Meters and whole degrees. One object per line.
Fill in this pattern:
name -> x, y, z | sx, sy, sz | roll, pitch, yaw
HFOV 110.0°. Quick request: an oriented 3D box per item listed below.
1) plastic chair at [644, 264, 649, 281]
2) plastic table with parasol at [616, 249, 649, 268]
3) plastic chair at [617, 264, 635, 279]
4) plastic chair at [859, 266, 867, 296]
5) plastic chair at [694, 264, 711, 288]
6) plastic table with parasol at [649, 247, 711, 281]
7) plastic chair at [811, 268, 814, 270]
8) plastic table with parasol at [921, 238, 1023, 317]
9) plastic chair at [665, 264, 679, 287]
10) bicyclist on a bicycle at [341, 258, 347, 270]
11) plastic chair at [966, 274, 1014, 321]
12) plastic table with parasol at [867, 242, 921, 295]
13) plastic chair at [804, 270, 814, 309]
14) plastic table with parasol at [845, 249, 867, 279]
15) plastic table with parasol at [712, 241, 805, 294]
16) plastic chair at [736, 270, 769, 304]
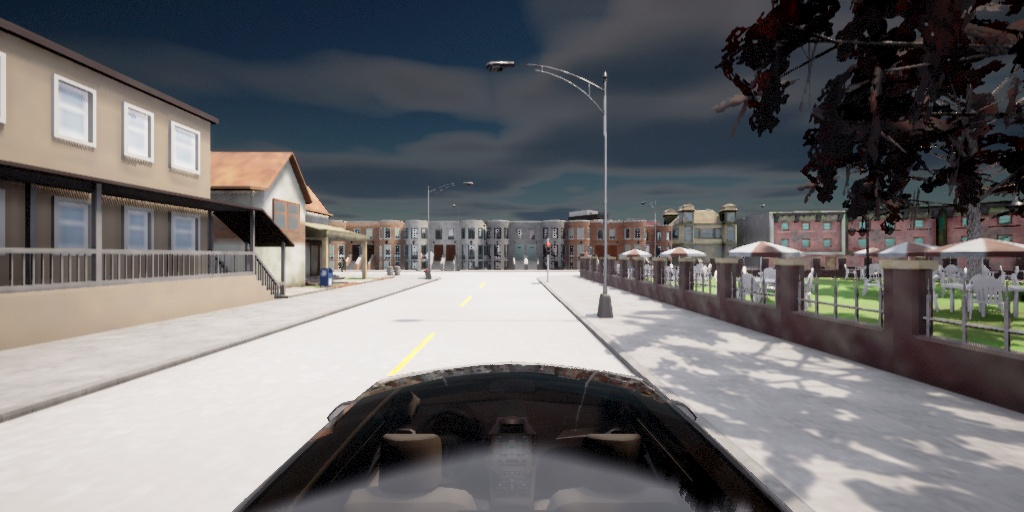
plastic chair -> 10.416, 1.314, 27.061 | 0.750, 1.272, 0.730 | 0, 0, -40
plastic table with parasol -> 9.683, 0.710, 28.060 | 2.482, 2.480, 2.482 | 0, 0, -40
plastic chair -> 8.710, 1.314, 27.158 | 0.730, 1.272, 0.750 | 0, 0, -35
plastic chair -> 17.189, 1.270, 17.077 | 0.750, 1.272, 0.730 | 0, 0, -41
plastic chair -> 11.415, 1.277, 21.831 | 0.750, 1.272, 0.730 | 0, 0, -40
plastic table with parasol -> 10.683, 0.680, 22.830 | 2.482, 2.480, 2.482 | 0, 0, -40
plastic chair -> 15.426, 1.269, 18.881 | 0.750, 1.272, 0.730 | 0, 0, -40
plastic table with parasol -> 15.292, 0.669, 11.649 | 2.482, 2.480, 2.482 | 0, 0, -40
plastic chair -> 9.710, 1.284, 21.928 | 0.730, 1.272, 0.750 | 0, 0, -35
bicyclist on a bicycle -> -21.795, 1.074, 46.434 | 0.582, 1.620, 1.656 | 0, 0, 0
plastic chair -> 14.318, 1.281, 10.747 | 0.730, 1.272, 0.750 | 0, 0, -35
plastic table with parasol -> 17.937, 0.596, 16.069 | 2.482, 2.480, 2.482 | 0, 0, -39
plastic chair -> 10.705, 1.285, 13.391 | 0.750, 1.272, 0.730 | 0, 0, -40
plastic table with parasol -> 28.263, 0.606, 28.103 | 2.482, 2.480, 2.482 | 0, 0, -38
plastic table with parasol -> 9.972, 0.659, 14.388 | 2.482, 2.480, 2.482 | 0, 0, -40
plastic chair -> 8.999, 1.291, 13.488 | 0.730, 1.272, 0.750 | 0, 0, -35
